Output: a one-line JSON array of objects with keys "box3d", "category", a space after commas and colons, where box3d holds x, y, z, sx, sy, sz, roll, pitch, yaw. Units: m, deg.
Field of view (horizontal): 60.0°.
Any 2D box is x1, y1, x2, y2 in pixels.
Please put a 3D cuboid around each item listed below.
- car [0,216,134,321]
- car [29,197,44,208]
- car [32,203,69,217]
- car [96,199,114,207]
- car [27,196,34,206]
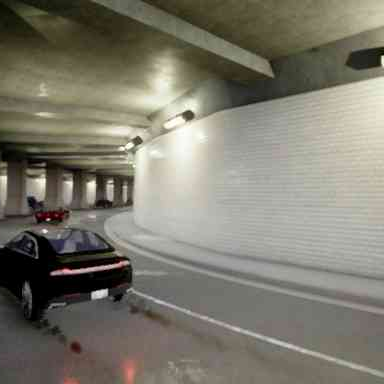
[{"box3d": [-3.167, 1.558, 7.582, 2.128, 1.511, 4.902, 1, -1, -41], "category": "car"}, {"box3d": [-23.314, 1.954, 53.010, 1.812, 1.442, 4.674, 0, -1, 6], "category": "car"}, {"box3d": [-11.419, 1.831, 27.570, 1.895, 1.301, 4.718, 1, -1, -12], "category": "car"}, {"box3d": [-16.248, 2.089, 61.978, 1.837, 1.490, 4.892, 0, -1, 9], "category": "car"}, {"box3d": [-26.899, 1.613, 52.610, 2.150, 2.045, 5.566, 0, -1, 5], "category": "car"}]
